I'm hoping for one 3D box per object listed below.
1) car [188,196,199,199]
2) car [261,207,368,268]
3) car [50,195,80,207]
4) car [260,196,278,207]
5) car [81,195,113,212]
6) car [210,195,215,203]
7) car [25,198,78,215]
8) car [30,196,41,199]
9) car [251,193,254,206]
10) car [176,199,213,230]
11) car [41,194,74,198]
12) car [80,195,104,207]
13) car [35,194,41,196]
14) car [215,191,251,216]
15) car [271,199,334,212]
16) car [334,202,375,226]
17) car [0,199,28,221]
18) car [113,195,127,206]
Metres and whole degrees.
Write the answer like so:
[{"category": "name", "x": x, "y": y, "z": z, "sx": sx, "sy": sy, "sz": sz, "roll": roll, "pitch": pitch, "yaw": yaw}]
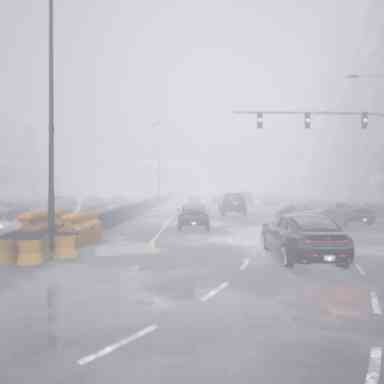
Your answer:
[{"category": "car", "x": 0.254, "y": 1.275, "z": 43.986, "sx": 2.033, "sy": 1.411, "sz": 5.357, "roll": 0, "pitch": 1, "yaw": 0}, {"category": "car", "x": 3.602, "y": 1.477, "z": 11.137, "sx": 1.837, "sy": 1.490, "sz": 4.892, "roll": 0, "pitch": 0, "yaw": 0}, {"category": "car", "x": -17.332, "y": 1.249, "z": 45.744, "sx": 2.033, "sy": 1.411, "sz": 5.357, "roll": 0, "pitch": 1, "yaw": 0}, {"category": "car", "x": 10.770, "y": 1.249, "z": 45.914, "sx": 2.033, "sy": 1.411, "sz": 5.357, "roll": 0, "pitch": 1, "yaw": 0}, {"category": "car", "x": -10.410, "y": 1.299, "z": 35.862, "sx": 1.882, "sy": 1.535, "sz": 5.008, "roll": 0, "pitch": 1, "yaw": 0}, {"category": "car", "x": 3.804, "y": 1.128, "z": 50.309, "sx": 2.128, "sy": 1.511, "sz": 4.902, "roll": 0, "pitch": 1, "yaw": 0}, {"category": "car", "x": -10.490, "y": 1.422, "z": 25.461, "sx": 1.812, "sy": 1.442, "sz": 4.674, "roll": 0, "pitch": 0, "yaw": 0}, {"category": "car", "x": -17.415, "y": 1.390, "z": 35.386, "sx": 1.994, "sy": 1.385, "sz": 4.181, "roll": 0, "pitch": 1, "yaw": 0}, {"category": "car", "x": 7.278, "y": 0.907, "z": 47.002, "sx": 2.150, "sy": 2.045, "sz": 5.566, "roll": 0, "pitch": 1, "yaw": 0}, {"category": "car", "x": 0.106, "y": 1.436, "z": 20.554, "sx": 1.837, "sy": 1.490, "sz": 4.892, "roll": 0, "pitch": 0, "yaw": 0}, {"category": "car", "x": -13.912, "y": 1.175, "z": 35.727, "sx": 2.097, "sy": 1.767, "sz": 4.553, "roll": 0, "pitch": 1, "yaw": 0}, {"category": "car", "x": -13.829, "y": 1.201, "z": 46.125, "sx": 1.837, "sy": 1.490, "sz": 4.892, "roll": 0, "pitch": 1, "yaw": 0}, {"category": "car", "x": -20.831, "y": 1.051, "z": 45.930, "sx": 2.097, "sy": 1.767, "sz": 4.553, "roll": 0, "pitch": 1, "yaw": 0}, {"category": "car", "x": 3.652, "y": 1.084, "z": 30.702, "sx": 2.150, "sy": 2.045, "sz": 5.566, "roll": 0, "pitch": 0, "yaw": 0}, {"category": "car", "x": 7.110, "y": 1.469, "z": 22.105, "sx": 2.033, "sy": 1.411, "sz": 5.357, "roll": 0, "pitch": 0, "yaw": 0}, {"category": "car", "x": 10.614, "y": 1.428, "z": 22.835, "sx": 1.837, "sy": 1.490, "sz": 4.892, "roll": 0, "pitch": 0, "yaw": 0}, {"category": "car", "x": -13.990, "y": 1.460, "z": 25.478, "sx": 1.994, "sy": 1.385, "sz": 4.181, "roll": 0, "pitch": 0, "yaw": 0}, {"category": "car", "x": -10.327, "y": 1.172, "z": 46.292, "sx": 1.882, "sy": 1.535, "sz": 5.008, "roll": 0, "pitch": 1, "yaw": 0}]
